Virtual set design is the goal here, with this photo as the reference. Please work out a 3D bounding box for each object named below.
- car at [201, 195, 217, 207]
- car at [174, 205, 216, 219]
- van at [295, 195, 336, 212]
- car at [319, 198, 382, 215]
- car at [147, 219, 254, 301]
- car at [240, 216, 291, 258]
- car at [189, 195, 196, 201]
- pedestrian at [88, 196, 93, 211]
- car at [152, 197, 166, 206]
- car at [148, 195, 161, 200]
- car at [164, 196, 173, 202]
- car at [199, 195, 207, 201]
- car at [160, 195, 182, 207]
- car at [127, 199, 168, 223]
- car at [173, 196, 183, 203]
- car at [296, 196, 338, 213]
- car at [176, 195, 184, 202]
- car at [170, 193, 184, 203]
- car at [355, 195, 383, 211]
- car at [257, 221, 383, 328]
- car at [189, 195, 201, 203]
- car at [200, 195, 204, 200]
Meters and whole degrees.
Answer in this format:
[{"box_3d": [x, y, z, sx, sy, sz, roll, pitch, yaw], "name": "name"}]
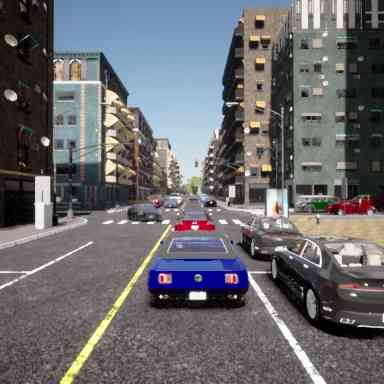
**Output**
[{"box_3d": [2.815, 1.585, 50.664, 1.947, 1.339, 4.313, 1, 0, 0], "name": "car"}, {"box_3d": [0.133, 1.570, 17.149, 1.994, 1.385, 4.181, 0, 0, 0], "name": "car"}, {"box_3d": [13.848, 1.296, 37.458, 3.998, 1.788, 1.690, 0, 0, 1], "name": "van"}, {"box_3d": [13.769, 1.413, 29.077, 4.206, 1.307, 1.802, 0, 0, 1], "name": "car"}, {"box_3d": [0.118, 1.603, 8.286, 1.895, 1.301, 4.718, 0, 0, 0], "name": "car"}, {"box_3d": [2.858, 1.555, 12.470, 2.008, 1.369, 4.403, 1, 0, 0], "name": "car"}, {"box_3d": [0.204, 1.561, 90.095, 1.812, 1.442, 4.674, 0, 0, 0], "name": "car"}, {"box_3d": [-12.437, 1.347, 40.663, 0.375, 1.860, 0.375, 0, 0, 1], "name": "pedestrian"}, {"box_3d": [-5.552, 1.566, 56.294, 1.887, 1.381, 4.507, 1, 0, 0], "name": "car"}, {"box_3d": [-5.561, 1.334, 50.723, 2.192, 1.841, 5.009, 1, 0, 0], "name": "car"}, {"box_3d": [-5.501, 1.597, 78.578, 1.947, 1.339, 4.313, 1, 0, 0], "name": "car"}, {"box_3d": [2.904, 1.581, 89.661, 1.887, 1.381, 4.507, 1, 0, 0], "name": "car"}, {"box_3d": [-2.992, 1.565, 48.647, 2.033, 1.411, 5.357, 0, 0, 1], "name": "car"}, {"box_3d": [-3.666, 1.548, 25.590, 1.994, 1.385, 4.181, 0, 1, -22], "name": "car"}, {"box_3d": [-2.853, 1.591, 68.590, 1.994, 1.385, 4.181, 0, 0, 0], "name": "car"}, {"box_3d": [13.413, 1.272, 34.879, 4.553, 1.767, 2.097, 0, -1, 1], "name": "car"}, {"box_3d": [-2.821, 1.532, 78.999, 1.837, 1.490, 4.892, 0, 0, 0], "name": "car"}, {"box_3d": [-2.945, 1.244, 58.648, 2.150, 2.045, 5.566, 0, 0, 1], "name": "car"}, {"box_3d": [19.375, 1.228, 37.406, 5.009, 1.841, 2.192, 0, 0, 1], "name": "car"}, {"box_3d": [2.846, 1.553, 6.901, 2.008, 1.369, 4.403, 1, 0, 0], "name": "car"}, {"box_3d": [0.256, 1.518, 68.646, 2.128, 1.511, 4.902, 0, 0, 0], "name": "car"}, {"box_3d": [2.828, 1.603, 56.234, 1.802, 1.307, 4.206, 1, 0, 0], "name": "car"}]
